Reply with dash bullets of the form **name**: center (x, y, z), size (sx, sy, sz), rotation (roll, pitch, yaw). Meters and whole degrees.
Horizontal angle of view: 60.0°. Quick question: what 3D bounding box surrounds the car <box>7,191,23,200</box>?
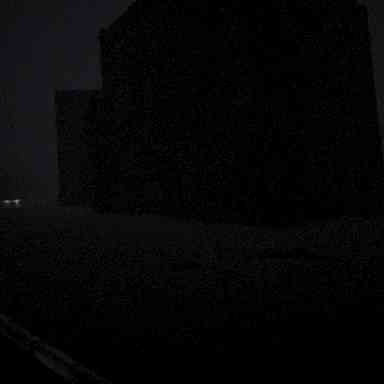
- **car**: center (-31.889, 0.612, 60.121), size (1.812, 1.442, 4.674), rotation (-4, 3, -11)
